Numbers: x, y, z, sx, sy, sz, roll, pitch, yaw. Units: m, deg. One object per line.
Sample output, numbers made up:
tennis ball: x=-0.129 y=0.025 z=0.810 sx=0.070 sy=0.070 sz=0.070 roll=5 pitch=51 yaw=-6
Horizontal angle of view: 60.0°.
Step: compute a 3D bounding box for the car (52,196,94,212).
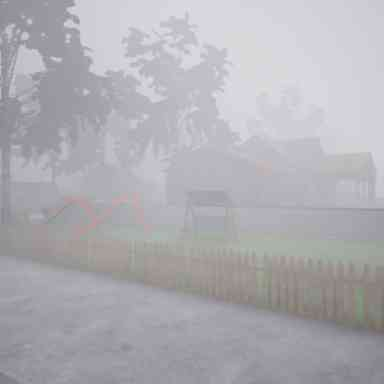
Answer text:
car: x=-11.771 y=1.425 z=34.615 sx=2.150 sy=2.045 sz=5.566 roll=0 pitch=0 yaw=35
